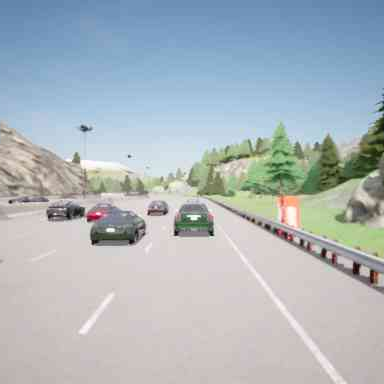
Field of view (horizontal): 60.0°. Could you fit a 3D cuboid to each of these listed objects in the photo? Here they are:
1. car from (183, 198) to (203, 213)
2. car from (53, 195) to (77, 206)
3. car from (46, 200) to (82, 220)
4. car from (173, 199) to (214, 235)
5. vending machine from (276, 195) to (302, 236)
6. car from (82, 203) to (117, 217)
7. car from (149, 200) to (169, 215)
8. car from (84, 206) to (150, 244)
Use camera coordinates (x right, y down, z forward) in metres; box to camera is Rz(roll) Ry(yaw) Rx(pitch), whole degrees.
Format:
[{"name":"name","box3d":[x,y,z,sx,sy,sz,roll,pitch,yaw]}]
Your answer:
[{"name":"car","box3d":[0.090,1.489,37.620,2.128,1.511,4.902,0,0,0]},{"name":"car","box3d":[-21.063,1.350,55.323,2.097,1.767,4.553,0,0,1]},{"name":"car","box3d":[-10.407,1.491,27.733,2.128,1.511,4.902,0,0,0]},{"name":"car","box3d":[0.095,1.351,18.828,2.097,1.767,4.553,0,0,0]},{"name":"vending machine","box3d":[4.995,1.194,17.260,1.100,2.100,0.880,0,0,0]},{"name":"car","box3d":[-6.907,1.563,26.524,1.994,1.385,4.181,0,0,0]},{"name":"car","box3d":[-3.409,1.546,34.029,2.033,1.411,5.357,0,0,0]},{"name":"car","box3d":[-3.405,1.563,15.922,1.994,1.385,4.181,0,0,0]}]
